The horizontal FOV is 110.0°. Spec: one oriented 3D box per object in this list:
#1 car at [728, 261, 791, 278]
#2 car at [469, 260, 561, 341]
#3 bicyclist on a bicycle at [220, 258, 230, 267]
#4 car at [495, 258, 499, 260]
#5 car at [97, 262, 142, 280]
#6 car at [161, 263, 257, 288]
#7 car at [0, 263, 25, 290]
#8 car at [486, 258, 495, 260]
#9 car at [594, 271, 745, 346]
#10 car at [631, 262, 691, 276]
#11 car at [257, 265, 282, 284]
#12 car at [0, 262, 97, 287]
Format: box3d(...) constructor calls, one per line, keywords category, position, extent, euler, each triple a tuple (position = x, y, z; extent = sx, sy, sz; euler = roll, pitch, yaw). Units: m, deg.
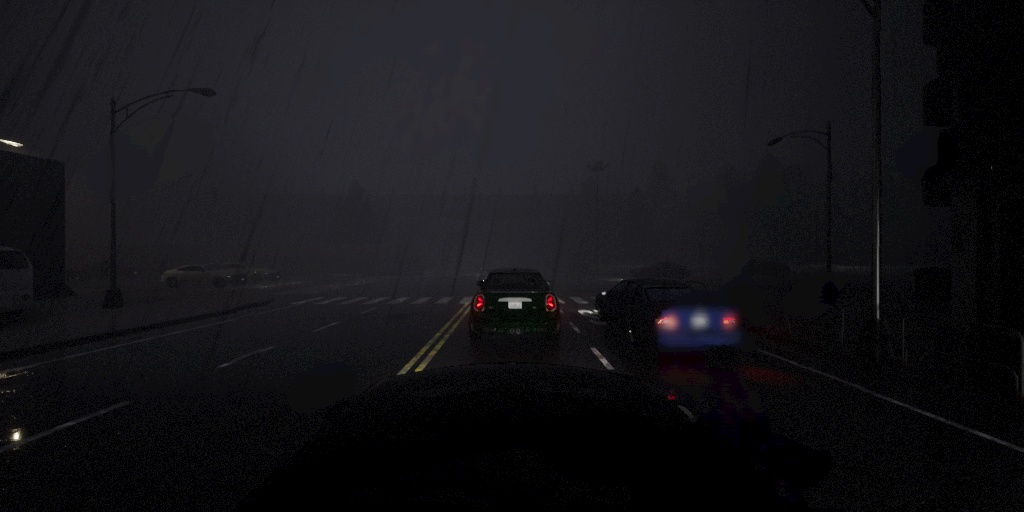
box3d(category="car", position=(22.287, 1.199, 32.475), extent=(4.892, 1.490, 1.837), euler=(0, 0, 6))
box3d(category="car", position=(0.061, 1.101, 9.996), extent=(2.097, 1.767, 4.553), euler=(0, 0, 0))
box3d(category="bicyclist on a bicycle", position=(-29.416, 0.995, 36.802), extent=(0.582, 1.620, 1.656), euler=(0, 0, 0))
box3d(category="car", position=(-3.568, 1.254, 58.450), extent=(1.837, 1.490, 4.892), euler=(0, 0, 0))
box3d(category="car", position=(-33.312, 1.220, 29.514), extent=(4.674, 1.442, 1.812), euler=(0, 0, 0))
box3d(category="car", position=(-19.042, 1.221, 22.332), extent=(4.674, 1.442, 1.812), euler=(0, 0, 0))
box3d(category="car", position=(-34.126, 1.295, 22.312), extent=(4.718, 1.301, 1.895), euler=(0, 0, 0))
box3d(category="car", position=(-3.574, 1.241, 44.314), extent=(2.128, 1.511, 4.902), euler=(0, 0, 0))
box3d(category="car", position=(3.589, 1.297, 9.337), extent=(2.033, 1.411, 5.357), euler=(0, 0, 0))
box3d(category="car", position=(12.180, 1.221, 29.543), extent=(4.674, 1.442, 1.812), euler=(-1, 0, 1))
box3d(category="car", position=(-19.223, 1.220, 25.836), extent=(4.674, 1.442, 1.812), euler=(0, 0, 0))
box3d(category="car", position=(-33.511, 1.295, 25.813), extent=(4.718, 1.301, 1.895), euler=(0, 0, 0))
